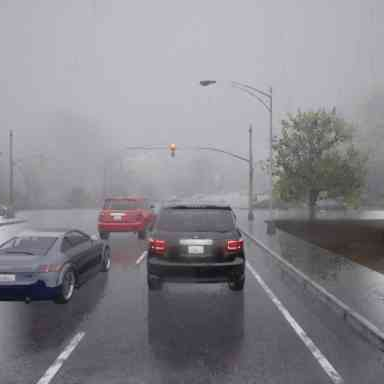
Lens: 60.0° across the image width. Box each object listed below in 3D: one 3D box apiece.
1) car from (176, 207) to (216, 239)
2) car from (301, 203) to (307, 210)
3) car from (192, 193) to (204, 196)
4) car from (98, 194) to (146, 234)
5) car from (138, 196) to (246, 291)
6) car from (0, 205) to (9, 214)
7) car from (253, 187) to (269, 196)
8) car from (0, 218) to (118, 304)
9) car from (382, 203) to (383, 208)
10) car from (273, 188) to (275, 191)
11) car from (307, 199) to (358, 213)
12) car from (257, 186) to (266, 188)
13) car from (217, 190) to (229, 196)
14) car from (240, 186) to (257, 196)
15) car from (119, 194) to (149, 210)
[{"bbox_3d":[0.244,1.605,18.443,1.994,1.385,4.181,0,0,2],"label":"car"},{"bbox_3d":[16.072,1.549,41.056,4.902,1.511,2.128,-1,0,3],"label":"car"},{"bbox_3d":[1.293,1.061,75.486,2.128,1.511,4.902,0,2,23],"label":"car"},{"bbox_3d":[-3.287,1.260,17.613,2.150,2.045,5.566,0,0,1],"label":"car"},{"bbox_3d":[0.100,1.234,9.215,2.150,2.045,5.566,0,0,0],"label":"car"},{"bbox_3d":[-22.438,1.741,36.034,4.902,1.511,2.128,-1,0,2],"label":"car"},{"bbox_3d":[17.511,0.264,83.616,1.895,1.301,4.718,0,3,33],"label":"car"},{"bbox_3d":[-3.408,1.574,8.211,1.994,1.385,4.181,0,0,2],"label":"car"},{"bbox_3d":[25.866,1.350,40.497,4.892,1.490,1.837,-2,0,3],"label":"car"},{"bbox_3d":[23.217,-0.477,92.003,2.033,1.411,5.357,0,3,37],"label":"car"},{"bbox_3d":[15.967,1.646,37.556,4.718,1.301,1.895,-1,0,3],"label":"car"},{"bbox_3d":[19.620,-0.763,93.023,2.150,2.045,5.566,0,3,37],"label":"car"},{"bbox_3d":[8.357,0.220,88.768,2.128,1.511,4.902,0,3,30],"label":"car"},{"bbox_3d":[13.942,0.093,84.488,2.097,1.767,4.553,0,3,33],"label":"car"},{"bbox_3d":[-7.892,1.354,45.906,2.150,2.045,5.566,0,-1,11],"label":"car"}]
